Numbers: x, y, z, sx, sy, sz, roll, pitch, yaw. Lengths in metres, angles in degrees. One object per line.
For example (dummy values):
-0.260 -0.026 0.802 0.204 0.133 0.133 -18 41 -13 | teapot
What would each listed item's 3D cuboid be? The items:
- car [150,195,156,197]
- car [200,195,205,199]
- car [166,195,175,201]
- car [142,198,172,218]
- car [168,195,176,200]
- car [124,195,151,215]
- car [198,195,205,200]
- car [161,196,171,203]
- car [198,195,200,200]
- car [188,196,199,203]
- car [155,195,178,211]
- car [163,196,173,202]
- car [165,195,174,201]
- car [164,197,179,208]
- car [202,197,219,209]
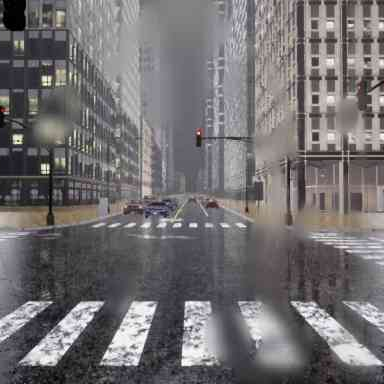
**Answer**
-5.680 1.332 44.945 2.192 1.841 5.009 1 0 0 | car
2.695 1.547 56.334 1.752 1.417 4.829 1 0 0 | car
-5.693 1.587 89.546 2.008 1.369 4.403 1 0 0 | car
-3.104 1.537 30.328 1.812 1.442 4.674 0 0 0 | car
-5.694 1.605 95.121 1.947 1.339 4.313 1 0 0 | car
-5.680 1.453 33.794 1.967 1.590 4.097 1 0 0 | car
2.687 1.584 95.204 1.887 1.381 4.507 1 0 0 | car
-5.689 1.573 72.820 1.887 1.381 4.507 1 0 0 | car
2.692 1.590 61.741 1.947 1.339 4.313 1 0 0 | car
0.071 1.574 70.510 2.033 1.411 5.357 0 0 0 | car
-3.104 1.520 40.670 1.837 1.490 4.892 0 0 0 | car
-5.690 1.582 78.395 2.008 1.369 4.403 1 0 0 | car
-5.692 1.578 83.970 1.887 1.381 4.507 1 0 0 | car
-3.105 1.567 51.058 2.033 1.411 5.357 0 0 0 | car
2.695 1.599 45.008 1.802 1.307 4.206 1 0 0 | car
